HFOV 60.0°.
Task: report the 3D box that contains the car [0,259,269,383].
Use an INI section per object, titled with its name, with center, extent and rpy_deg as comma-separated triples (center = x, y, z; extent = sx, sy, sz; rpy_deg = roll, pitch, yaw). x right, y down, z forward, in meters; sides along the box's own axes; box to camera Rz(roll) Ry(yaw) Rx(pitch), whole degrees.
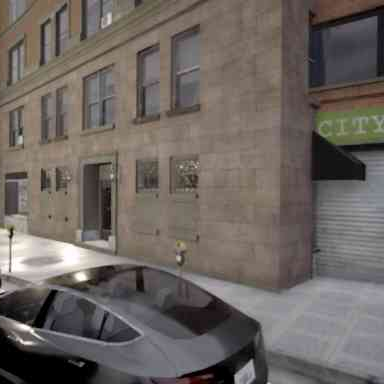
[car]
center = -1.255, 1.564, 3.959
extent = 4.313, 1.339, 1.947
rpy_deg = 0, 1, 35
